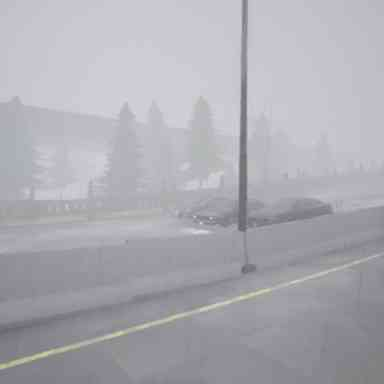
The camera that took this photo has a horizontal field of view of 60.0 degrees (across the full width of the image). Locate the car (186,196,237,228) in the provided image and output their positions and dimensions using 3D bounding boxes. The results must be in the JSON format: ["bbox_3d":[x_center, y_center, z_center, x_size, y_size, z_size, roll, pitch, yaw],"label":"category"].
[{"bbox_3d":[2.615,1.065,18.794,5.357,1.411,2.033,-4,3,-36],"label":"car"}]

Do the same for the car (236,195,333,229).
[{"bbox_3d":[4.771,0.985,16.033,5.008,1.535,1.882,-4,3,-36],"label":"car"}]

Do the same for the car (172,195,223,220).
[{"bbox_3d":[0.981,0.978,21.928,4.902,1.511,2.128,-5,3,-36],"label":"car"}]
